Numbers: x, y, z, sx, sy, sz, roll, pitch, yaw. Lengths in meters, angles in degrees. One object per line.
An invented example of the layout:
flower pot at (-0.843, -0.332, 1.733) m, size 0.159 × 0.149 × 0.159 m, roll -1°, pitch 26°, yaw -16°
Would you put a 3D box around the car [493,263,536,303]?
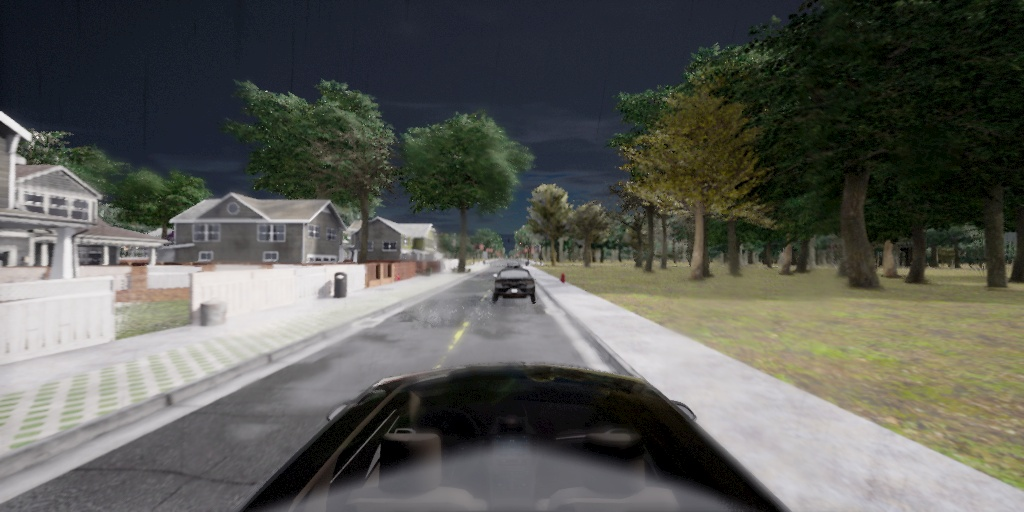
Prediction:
car at (0.110, 1.296, 17.339) m, size 1.882 × 1.535 × 5.008 m, roll 0°, pitch 0°, yaw 0°
